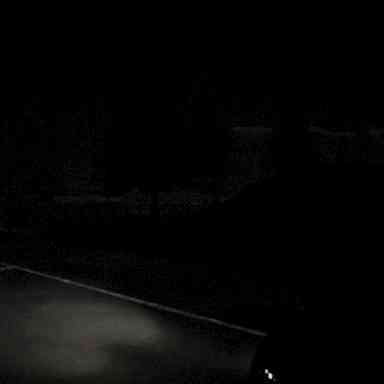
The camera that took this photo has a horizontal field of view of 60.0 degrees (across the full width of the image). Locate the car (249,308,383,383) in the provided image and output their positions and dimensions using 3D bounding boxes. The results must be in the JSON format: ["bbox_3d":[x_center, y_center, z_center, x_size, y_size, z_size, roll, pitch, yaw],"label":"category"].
[{"bbox_3d":[2.729,1.497,2.032,4.902,1.511,2.128,0,0,36],"label":"car"}]
